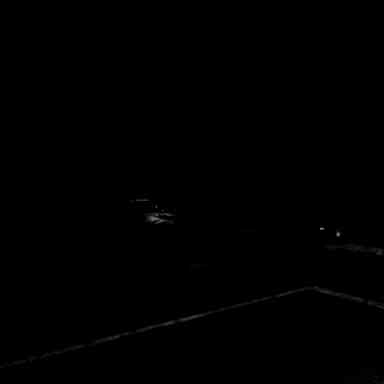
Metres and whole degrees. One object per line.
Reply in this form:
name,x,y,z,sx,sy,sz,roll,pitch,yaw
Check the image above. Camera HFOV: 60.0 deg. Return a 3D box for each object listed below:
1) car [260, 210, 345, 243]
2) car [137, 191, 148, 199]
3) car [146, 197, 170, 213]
car,5.845,1.779,18.126,2.128,1.511,4.902,2,-1,-29
car,-9.638,0.537,64.848,1.994,1.385,4.181,2,2,-6
car,-4.041,1.744,40.080,1.895,1.301,4.718,2,1,-18
